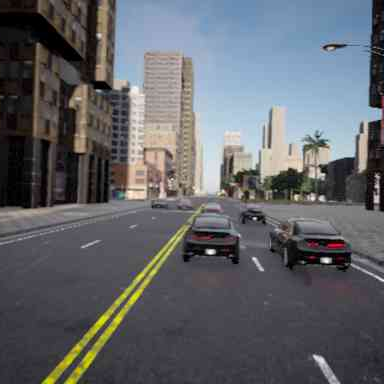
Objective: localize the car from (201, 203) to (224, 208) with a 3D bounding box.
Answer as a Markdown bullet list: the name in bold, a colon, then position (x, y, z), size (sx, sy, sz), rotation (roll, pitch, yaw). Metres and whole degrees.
- **car**: position (1.719, 1.668, 28.465), size (1.812, 1.442, 4.674), rotation (2, 0, 4)

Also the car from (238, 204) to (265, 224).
- **car**: position (4.903, 1.754, 27.455), size (1.837, 1.490, 4.892), rotation (2, 0, 4)

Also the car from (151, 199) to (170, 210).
- **car**: position (-4.051, 1.553, 43.475), size (1.994, 1.385, 4.181), rotation (2, 0, 4)

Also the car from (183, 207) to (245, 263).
- **car**: position (0.729, 1.566, 12.425), size (1.837, 1.490, 4.892), rotation (2, 0, 4)

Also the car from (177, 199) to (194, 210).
- **car**: position (-0.815, 1.625, 43.168), size (1.812, 1.442, 4.674), rotation (2, 0, 4)

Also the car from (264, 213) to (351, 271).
- **car**: position (3.941, 1.675, 11.763), size (1.837, 1.490, 4.892), rotation (2, 0, 4)
